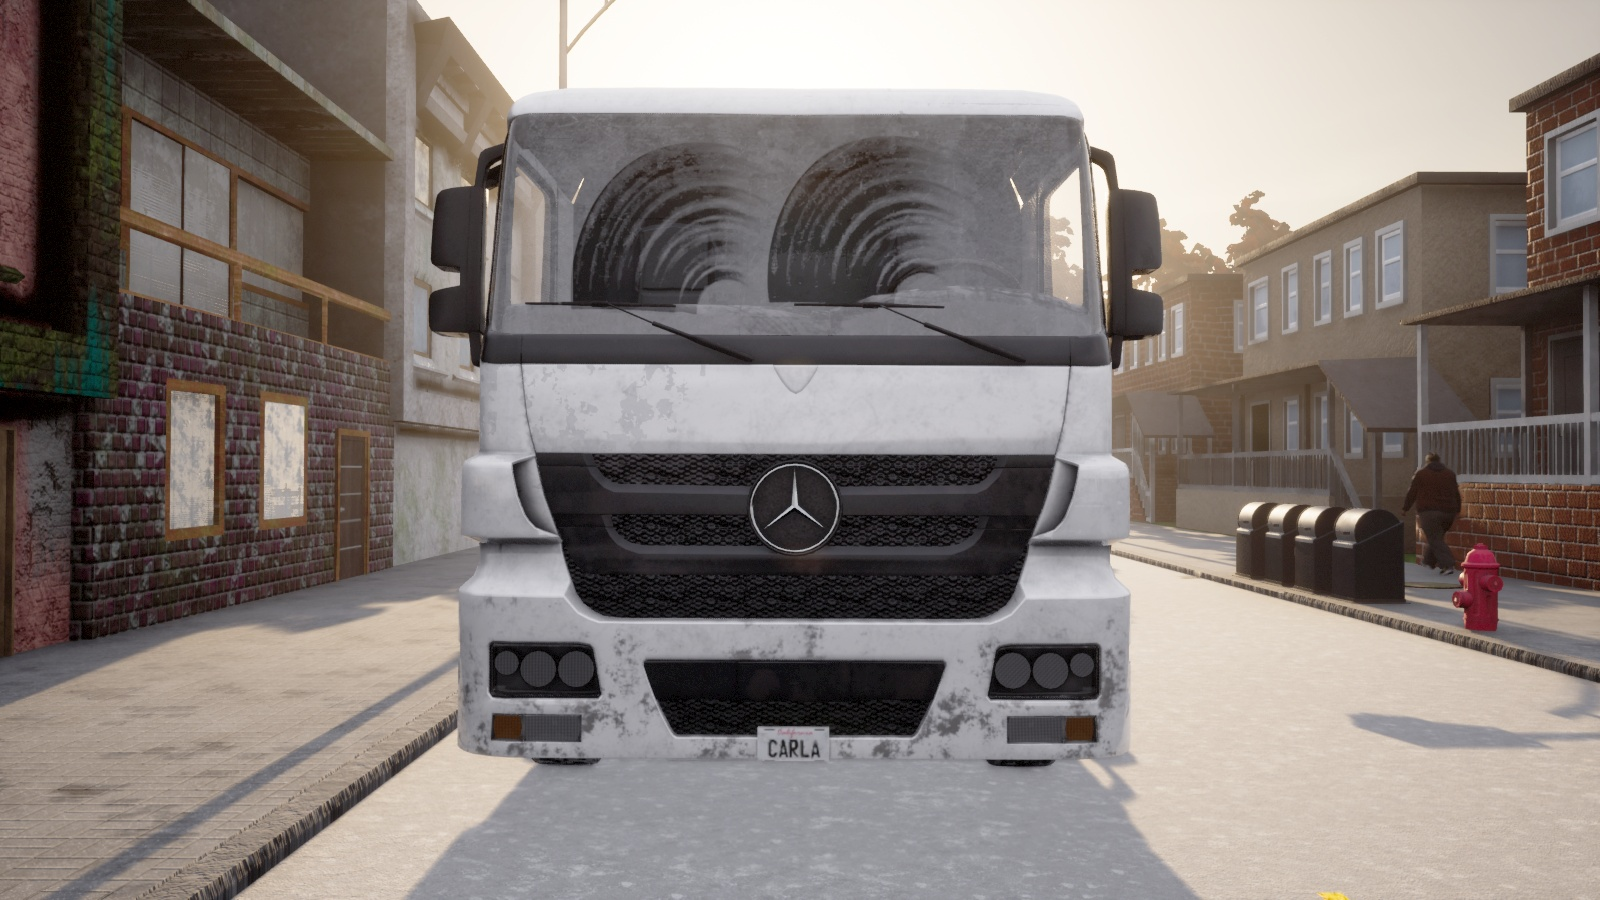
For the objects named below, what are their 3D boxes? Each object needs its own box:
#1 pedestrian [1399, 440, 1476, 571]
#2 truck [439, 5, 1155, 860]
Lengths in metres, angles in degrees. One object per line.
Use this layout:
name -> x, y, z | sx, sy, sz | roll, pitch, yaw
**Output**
pedestrian -> 9.184, 0.791, 18.116 | 0.634, 1.844, 0.899 | 0, -1, 1
truck -> -0.025, -0.015, 9.072 | 2.891, 3.462, 7.936 | 0, -1, 0
